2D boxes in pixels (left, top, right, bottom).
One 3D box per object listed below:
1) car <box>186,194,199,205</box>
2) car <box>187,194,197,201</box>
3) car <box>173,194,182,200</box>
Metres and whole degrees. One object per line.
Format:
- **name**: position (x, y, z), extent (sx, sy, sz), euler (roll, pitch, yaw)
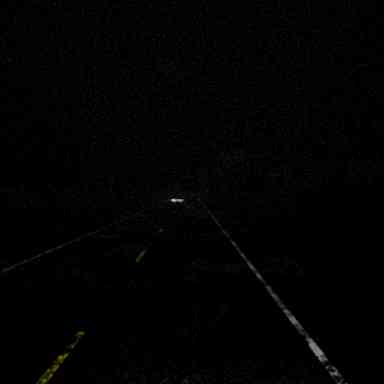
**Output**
- **car**: position (0.100, 1.234, 52.928), extent (1.812, 1.442, 4.674), euler (0, 0, 0)
- **car**: position (0.000, 1.142, 71.366), extent (2.033, 1.411, 5.357), euler (0, 0, 0)
- **car**: position (-3.500, 1.149, 79.586), extent (1.895, 1.301, 4.718), euler (0, 0, 0)
